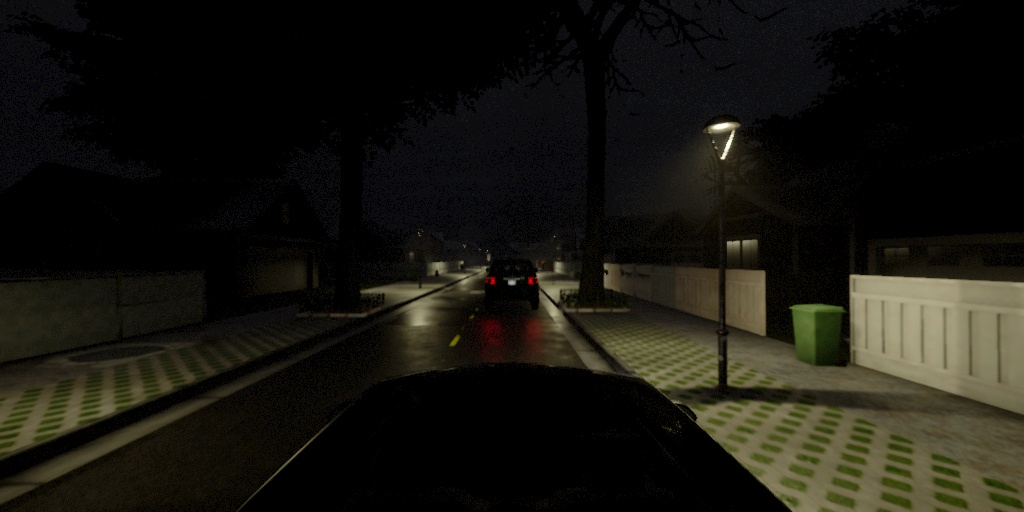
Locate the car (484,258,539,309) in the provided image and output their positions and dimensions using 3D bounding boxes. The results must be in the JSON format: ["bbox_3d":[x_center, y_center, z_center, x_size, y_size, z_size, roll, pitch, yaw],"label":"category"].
[{"bbox_3d":[-0.007,1.097,15.880,2.150,2.045,5.566,0,0,0],"label":"car"}]
